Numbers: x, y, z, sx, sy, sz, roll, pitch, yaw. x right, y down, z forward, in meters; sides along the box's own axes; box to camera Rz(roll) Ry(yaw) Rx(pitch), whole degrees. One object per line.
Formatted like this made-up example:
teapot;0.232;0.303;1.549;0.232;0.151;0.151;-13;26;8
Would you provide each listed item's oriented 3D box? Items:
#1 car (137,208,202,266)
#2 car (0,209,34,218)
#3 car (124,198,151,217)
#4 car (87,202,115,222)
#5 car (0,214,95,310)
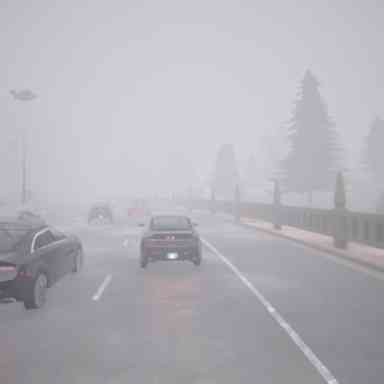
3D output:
car;-0.809;1.513;11.600;1.837;1.490;4.892;0;0;-6
car;-8.519;1.564;16.089;1.812;1.442;4.674;0;0;-10
car;-5.331;1.386;32.279;2.097;1.767;4.553;0;0;-17
car;-7.314;1.544;26.705;1.837;1.490;4.892;0;0;-15
car;-3.941;1.510;7.771;2.128;1.511;4.902;0;0;-5
